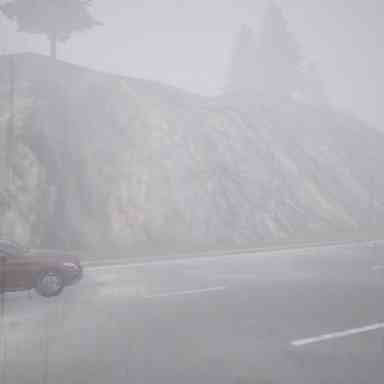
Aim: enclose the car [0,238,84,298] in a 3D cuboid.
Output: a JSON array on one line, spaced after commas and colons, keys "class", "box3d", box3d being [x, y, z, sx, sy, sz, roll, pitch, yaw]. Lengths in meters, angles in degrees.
[{"class": "car", "box3d": [-5.180, 1.862, 8.347, 4.674, 1.442, 1.812, 0, -2, -19]}]
